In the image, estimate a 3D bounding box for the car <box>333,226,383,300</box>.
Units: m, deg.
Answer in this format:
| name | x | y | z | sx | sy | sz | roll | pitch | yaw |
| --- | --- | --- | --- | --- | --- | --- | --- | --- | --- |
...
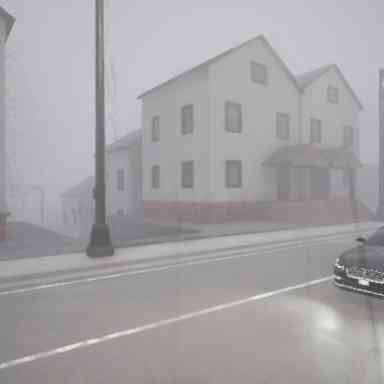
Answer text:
| name | x | y | z | sx | sy | sz | roll | pitch | yaw |
| --- | --- | --- | --- | --- | --- | --- | --- | --- | --- |
| car | 5.255 | 1.470 | 7.733 | 4.892 | 1.490 | 1.837 | 0 | 0 | -35 |
